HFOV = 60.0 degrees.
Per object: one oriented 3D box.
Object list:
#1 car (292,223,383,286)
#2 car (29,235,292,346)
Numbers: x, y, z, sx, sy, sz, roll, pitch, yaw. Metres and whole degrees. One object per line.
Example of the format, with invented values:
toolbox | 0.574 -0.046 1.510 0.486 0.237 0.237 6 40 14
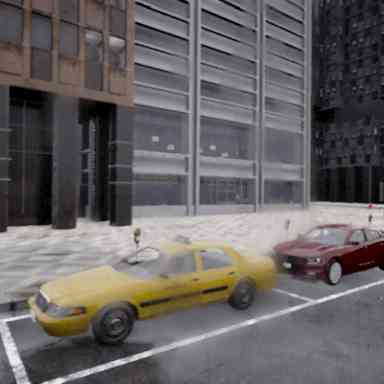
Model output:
car | 4.229 1.618 9.677 4.507 1.381 1.887 1 0 -35
car | -0.408 1.552 6.370 4.829 1.417 1.752 1 0 -35
